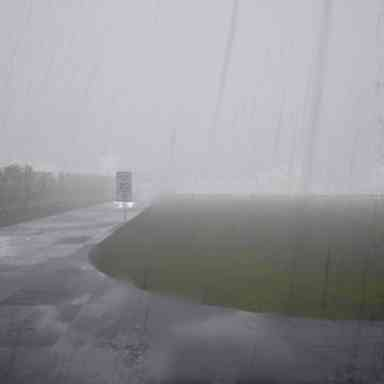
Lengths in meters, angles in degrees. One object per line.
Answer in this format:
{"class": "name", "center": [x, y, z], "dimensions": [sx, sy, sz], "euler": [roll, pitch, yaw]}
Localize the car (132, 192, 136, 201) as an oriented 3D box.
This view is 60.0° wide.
{"class": "car", "center": [-9.964, 0.682, 52.233], "dimensions": [1.895, 1.301, 4.718], "euler": [0, 1, -2]}
